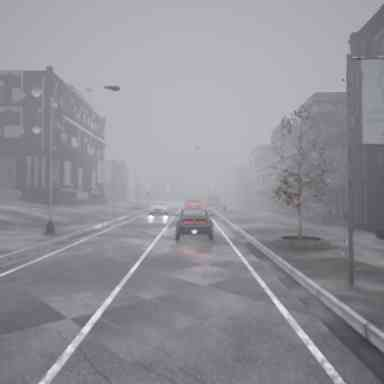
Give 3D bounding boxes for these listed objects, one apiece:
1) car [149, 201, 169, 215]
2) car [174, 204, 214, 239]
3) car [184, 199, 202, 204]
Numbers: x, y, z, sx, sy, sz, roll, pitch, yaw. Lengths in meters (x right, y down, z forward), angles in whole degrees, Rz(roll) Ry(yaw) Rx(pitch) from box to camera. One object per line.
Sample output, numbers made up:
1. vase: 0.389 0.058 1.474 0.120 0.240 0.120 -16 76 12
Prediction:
1. car: -3.471 1.719 36.071 1.812 1.442 4.674 0 0 0
2. car: 0.114 1.596 17.784 1.837 1.490 4.892 0 0 0
3. car: 0.131 1.560 38.585 2.097 1.767 4.553 0 0 0
